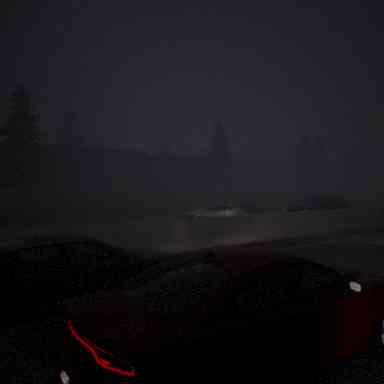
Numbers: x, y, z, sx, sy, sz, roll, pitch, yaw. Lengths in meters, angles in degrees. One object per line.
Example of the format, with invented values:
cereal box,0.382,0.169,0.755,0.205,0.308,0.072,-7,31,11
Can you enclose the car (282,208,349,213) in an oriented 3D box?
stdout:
car,8.647,1.134,23.058,5.566,2.045,2.150,-1,0,-36

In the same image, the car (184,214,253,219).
car,1.584,1.466,22.319,4.674,1.442,1.812,0,0,-35

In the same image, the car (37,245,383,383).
car,0.892,1.464,4.386,5.008,1.535,1.882,0,0,-35

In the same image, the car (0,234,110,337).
car,-2.451,1.541,6.298,5.357,1.411,2.033,0,0,-35
